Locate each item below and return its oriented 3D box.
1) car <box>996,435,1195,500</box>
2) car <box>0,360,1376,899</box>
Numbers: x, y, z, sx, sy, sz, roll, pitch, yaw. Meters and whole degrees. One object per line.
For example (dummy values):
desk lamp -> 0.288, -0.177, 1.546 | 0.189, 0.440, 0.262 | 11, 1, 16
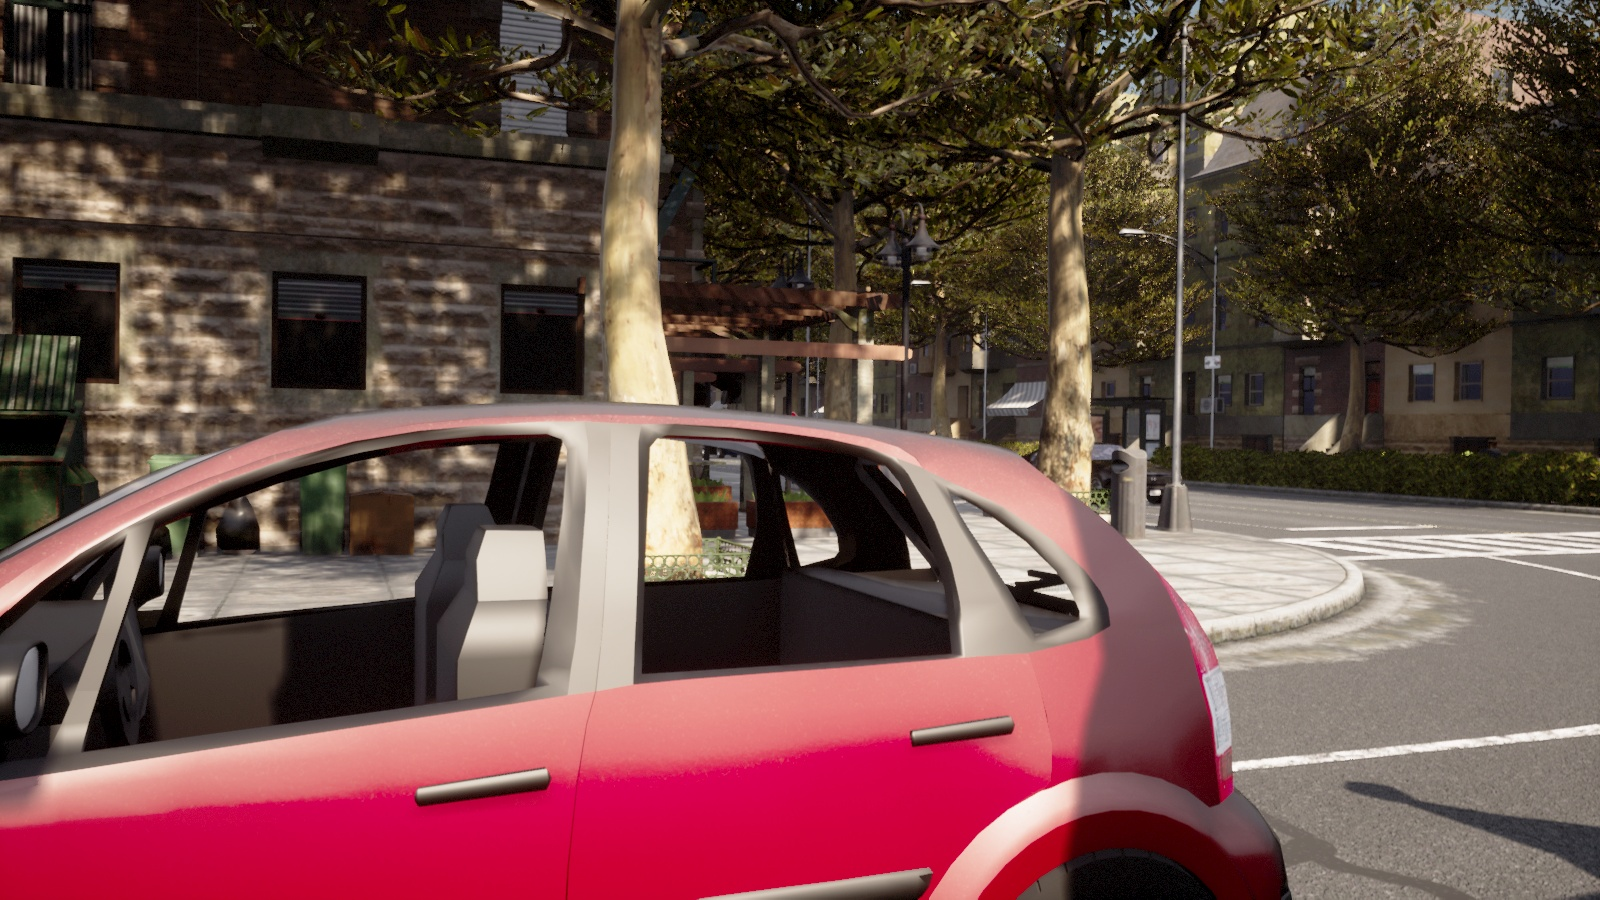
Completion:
car -> 6.937, 0.345, 30.227 | 2.033, 1.411, 5.357 | -1, 1, -21
car -> -0.945, 0.663, 2.879 | 3.988, 1.617, 1.851 | -1, 1, -21
